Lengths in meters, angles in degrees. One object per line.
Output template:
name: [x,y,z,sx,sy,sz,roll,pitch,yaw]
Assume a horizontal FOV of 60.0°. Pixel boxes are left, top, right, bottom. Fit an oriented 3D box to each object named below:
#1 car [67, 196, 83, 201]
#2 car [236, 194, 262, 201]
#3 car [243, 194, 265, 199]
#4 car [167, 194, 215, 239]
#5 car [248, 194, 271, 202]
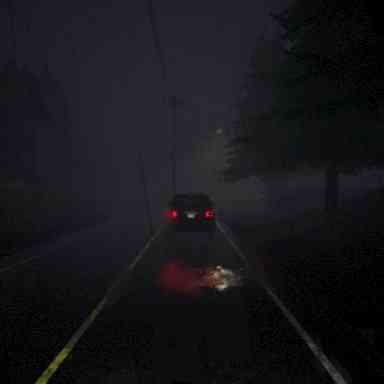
car: [-16.013,1.276,42.634,4.674,1.442,1.812,0,0,-1]
car: [11.564,1.091,67.698,4.902,1.511,2.128,0,0,-1]
car: [12.471,1.093,60.721,5.008,1.535,1.882,0,1,-1]
car: [-0.047,1.109,16.775,2.150,2.045,5.566,0,0,0]
car: [13.008,1.154,64.209,4.181,1.385,1.994,0,0,-1]
